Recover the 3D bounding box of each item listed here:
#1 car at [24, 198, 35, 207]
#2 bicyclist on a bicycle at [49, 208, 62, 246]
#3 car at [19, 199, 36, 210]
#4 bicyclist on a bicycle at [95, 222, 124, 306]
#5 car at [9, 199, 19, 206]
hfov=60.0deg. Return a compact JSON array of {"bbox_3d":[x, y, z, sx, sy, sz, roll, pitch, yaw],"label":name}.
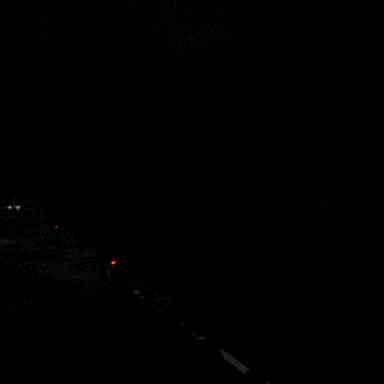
[{"bbox_3d":[-32.554,2.105,66.646,1.882,1.535,5.008,-1,0,-26],"label":"car"},{"bbox_3d":[-6.117,1.553,14.922,0.582,1.620,1.656,-1,-1,-29],"label":"bicyclist on a bicycle"},{"bbox_3d":[-25.058,2.014,51.190,2.033,1.411,5.357,-1,0,-26],"label":"car"},{"bbox_3d":[-1.756,1.484,7.096,0.582,1.620,1.656,-1,0,-30],"label":"bicyclist on a bicycle"},{"bbox_3d":[-38.499,2.223,72.129,1.837,1.490,4.892,-1,0,-26],"label":"car"}]
